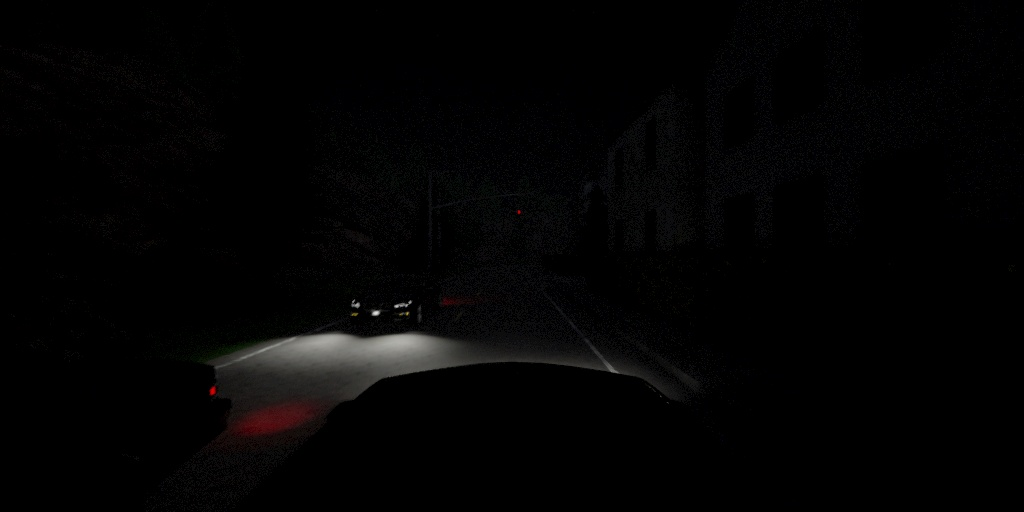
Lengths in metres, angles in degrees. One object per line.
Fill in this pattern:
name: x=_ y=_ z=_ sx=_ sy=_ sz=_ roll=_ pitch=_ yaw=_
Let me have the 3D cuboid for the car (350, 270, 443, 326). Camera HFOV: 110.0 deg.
car: x=-3.525 y=1.246 z=11.773 sx=1.837 sy=1.490 sz=4.892 roll=0 pitch=0 yaw=0

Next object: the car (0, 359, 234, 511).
car: x=-3.590 y=1.297 z=1.001 sx=2.033 sy=1.411 sz=5.357 roll=0 pitch=0 yaw=0
